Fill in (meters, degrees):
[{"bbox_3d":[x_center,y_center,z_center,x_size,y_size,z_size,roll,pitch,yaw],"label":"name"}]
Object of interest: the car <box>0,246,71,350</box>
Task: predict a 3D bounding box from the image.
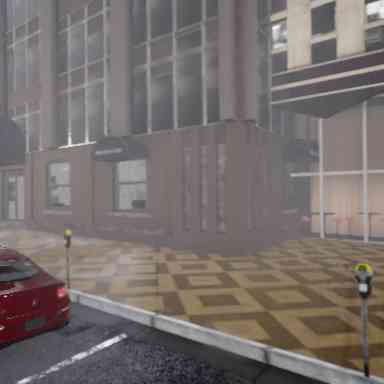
[{"bbox_3d":[-3.730,1.561,5.551,4.206,1.307,1.802,0,-1,36],"label":"car"}]
